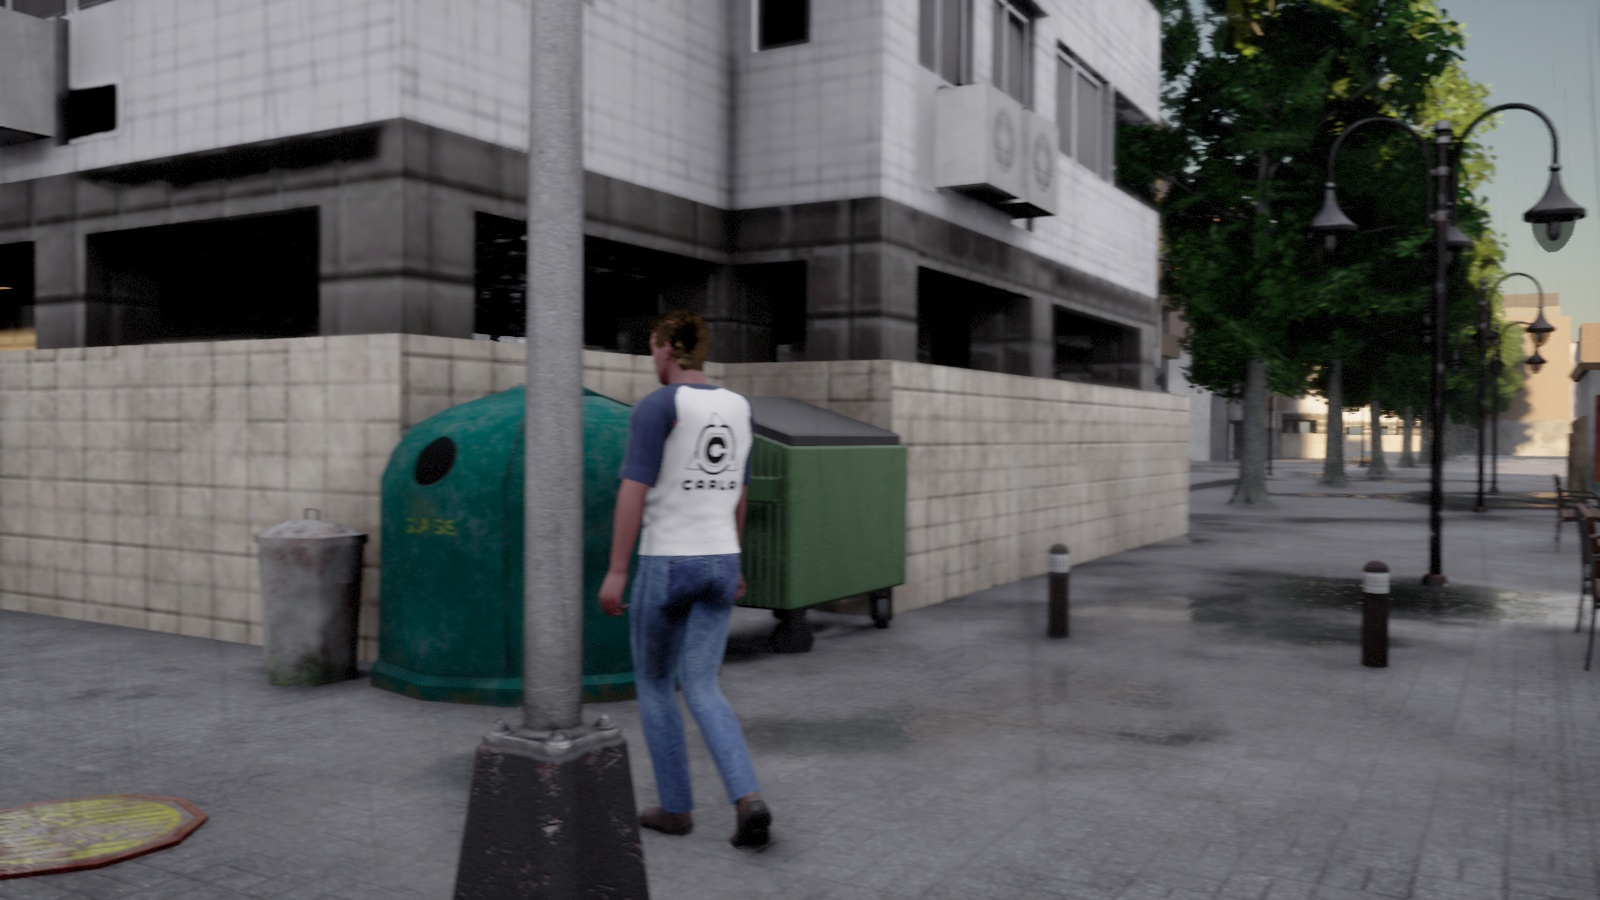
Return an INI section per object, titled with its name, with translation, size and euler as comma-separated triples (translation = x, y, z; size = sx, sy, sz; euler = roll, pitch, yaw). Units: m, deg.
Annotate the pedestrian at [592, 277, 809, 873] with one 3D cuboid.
[pedestrian]
translation = -0.348, 0.384, 4.244
size = 0.354, 1.836, 0.706
euler = -1, 1, -42
